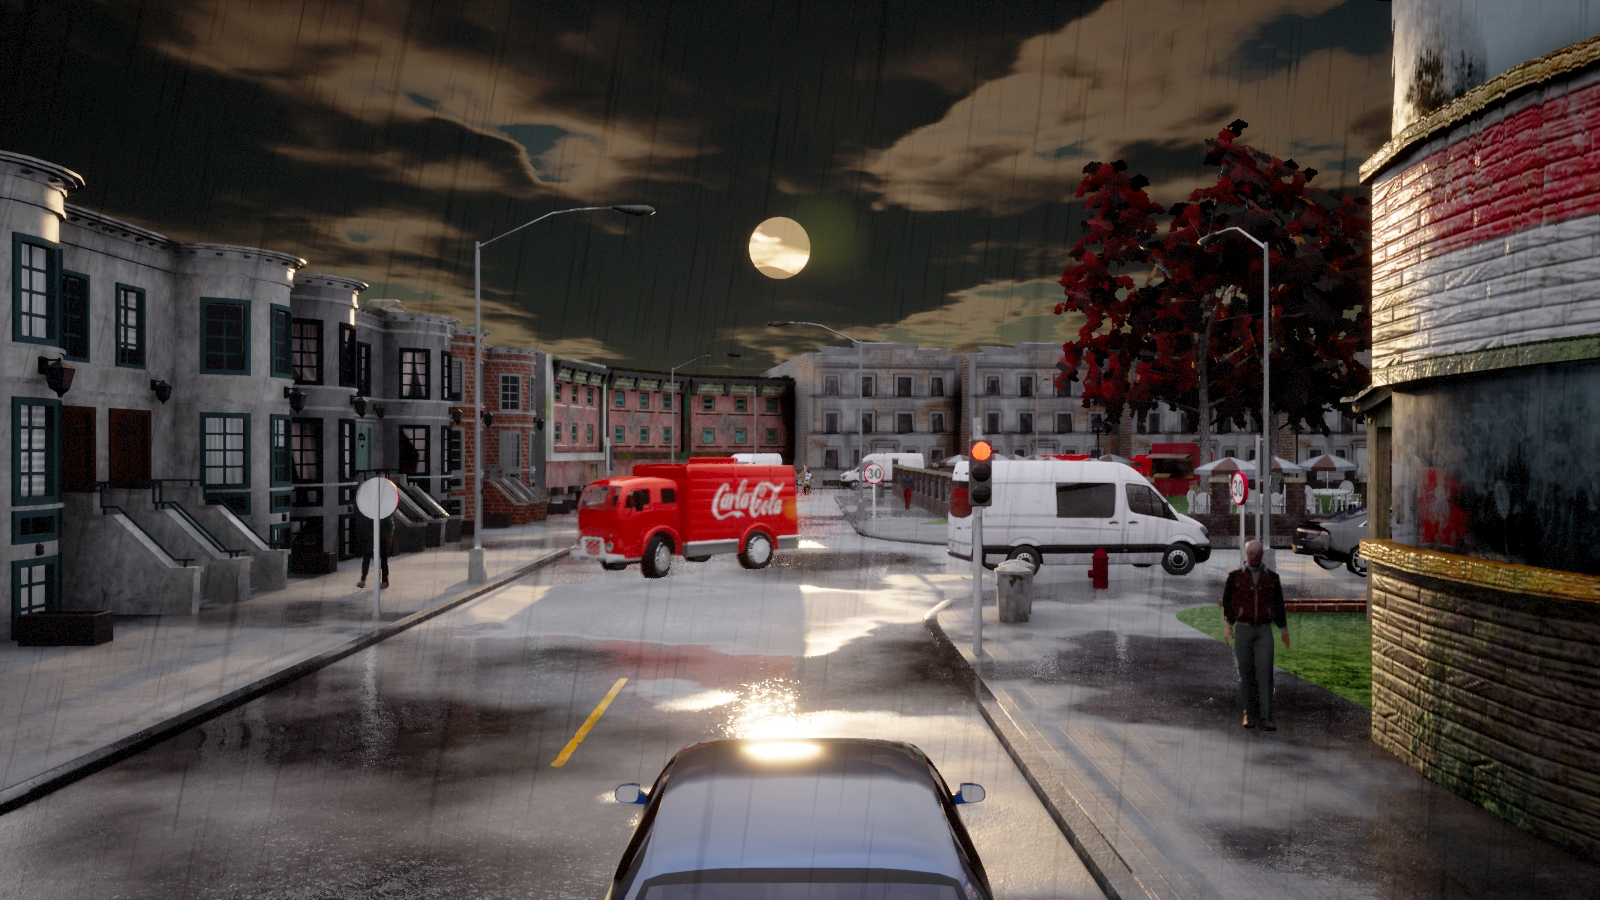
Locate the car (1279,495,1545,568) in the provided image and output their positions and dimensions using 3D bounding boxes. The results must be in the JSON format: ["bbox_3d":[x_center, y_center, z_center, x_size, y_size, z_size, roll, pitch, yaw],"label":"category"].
[{"bbox_3d":[13.778,1.817,25.951,4.902,1.511,2.128,0,0,-1],"label":"car"}]

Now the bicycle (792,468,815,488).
[{"bbox_3d":[0.259,1.909,77.024,1.643,1.296,0.373,0,0,-36],"label":"bicycle"}]

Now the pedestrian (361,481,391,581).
[{"bbox_3d":[-8.033,1.518,21.654,0.375,1.860,0.375,0,0,14],"label":"pedestrian"}]

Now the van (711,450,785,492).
[{"bbox_3d":[-3.214,1.289,72.299,1.988,2.561,5.915,0,0,28],"label":"van"}]

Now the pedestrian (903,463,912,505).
[{"bbox_3d":[4.756,1.506,50.649,0.375,1.860,0.375,0,0,1],"label":"pedestrian"}]

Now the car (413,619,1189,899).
[{"bbox_3d":[-0.001,1.884,5.268,2.033,1.411,5.357,0,0,0],"label":"car"}]

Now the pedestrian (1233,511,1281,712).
[{"bbox_3d":[4.358,1.521,10.904,0.375,1.860,0.375,0,0,14],"label":"pedestrian"}]

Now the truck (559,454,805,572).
[{"bbox_3d":[-2.667,1.342,26.655,5.204,2.467,2.627,0,-1,-44],"label":"truck"}]

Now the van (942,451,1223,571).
[{"bbox_3d":[6.389,1.304,26.031,5.915,2.561,1.988,0,0,-11],"label":"van"}]
